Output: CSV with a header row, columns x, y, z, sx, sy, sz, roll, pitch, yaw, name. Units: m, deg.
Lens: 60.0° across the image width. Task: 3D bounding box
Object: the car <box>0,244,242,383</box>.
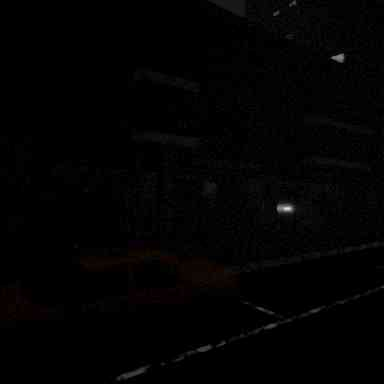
x,y,z,sx,sy,sz,roll,pitch,yaw,name
-1.394,1.527,5.077,4.829,1.417,1.752,0,2,-35,car
